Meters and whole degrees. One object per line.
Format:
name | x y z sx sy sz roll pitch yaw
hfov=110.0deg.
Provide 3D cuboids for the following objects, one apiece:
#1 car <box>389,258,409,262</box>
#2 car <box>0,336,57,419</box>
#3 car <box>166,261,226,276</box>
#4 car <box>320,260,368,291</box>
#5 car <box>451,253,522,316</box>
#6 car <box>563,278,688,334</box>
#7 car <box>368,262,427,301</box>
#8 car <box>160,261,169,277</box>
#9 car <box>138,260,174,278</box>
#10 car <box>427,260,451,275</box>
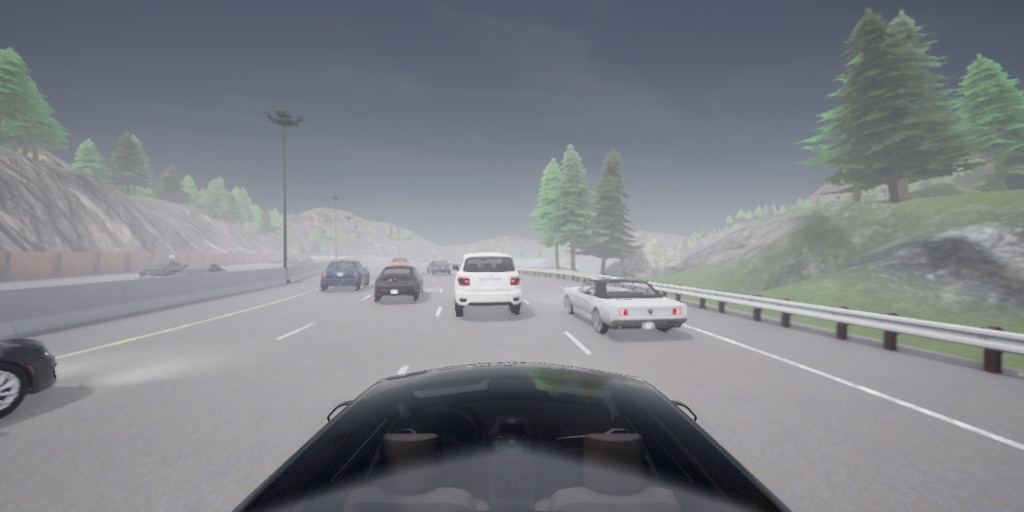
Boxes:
car | -12.350 0.955 39.264 2.097 1.767 4.553 0 0 -21
car | -7.120 1.281 2.810 1.837 1.490 4.892 0 0 -1
car | -22.433 1.245 25.998 1.812 1.442 4.674 0 0 -20
car | -9.970 1.039 21.746 2.097 1.767 4.553 0 0 -14
car | -1.019 0.913 13.401 2.150 2.045 5.566 0 0 -8
car | 2.880 1.291 10.384 1.895 1.301 4.718 0 0 -6
car | -5.241 1.196 16.983 1.837 1.490 4.892 0 0 -11
car | -28.353 1.317 31.697 1.895 1.301 4.718 0 0 -21
car | -32.947 1.231 33.890 1.837 1.490 4.892 0 0 -21
car | -7.429 1.144 36.278 2.033 1.411 5.357 0 0 -21
